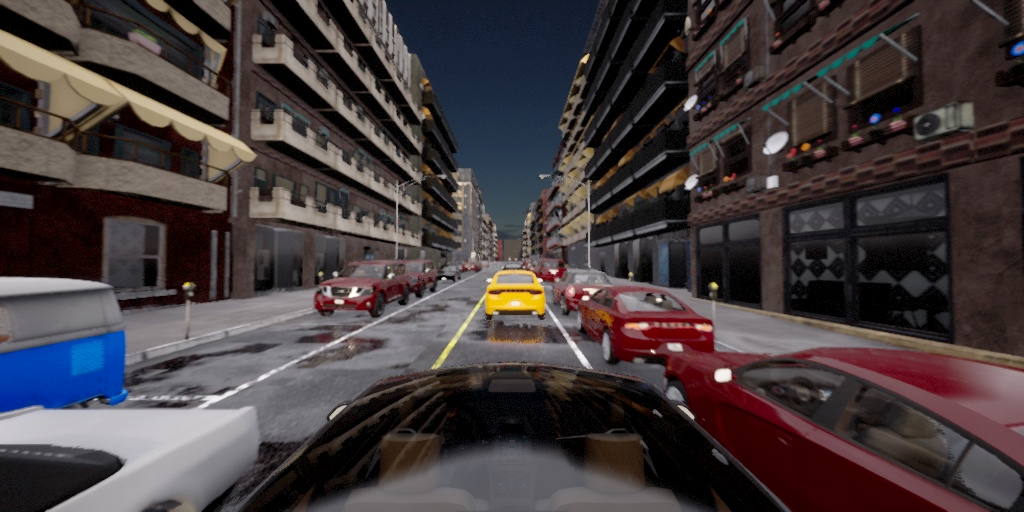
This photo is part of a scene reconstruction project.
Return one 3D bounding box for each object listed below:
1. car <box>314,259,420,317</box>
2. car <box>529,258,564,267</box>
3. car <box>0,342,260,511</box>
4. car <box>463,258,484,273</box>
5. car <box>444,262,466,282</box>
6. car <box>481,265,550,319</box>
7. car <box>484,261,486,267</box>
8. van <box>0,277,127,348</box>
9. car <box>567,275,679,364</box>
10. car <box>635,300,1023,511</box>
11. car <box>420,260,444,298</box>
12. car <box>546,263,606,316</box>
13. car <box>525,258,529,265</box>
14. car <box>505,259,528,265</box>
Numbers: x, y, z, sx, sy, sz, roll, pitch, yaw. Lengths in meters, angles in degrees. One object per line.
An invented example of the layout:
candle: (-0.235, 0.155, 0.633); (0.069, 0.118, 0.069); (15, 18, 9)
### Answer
car: (-5.311, 1.094, 13.507); (2.192, 1.841, 5.009); (0, 0, 0)
car: (2.542, 1.125, 24.505); (2.192, 1.841, 5.009); (0, 0, 0)
car: (-2.850, 1.348, 0.472); (1.895, 1.301, 4.718); (0, 0, 0)
car: (-5.299, 1.211, 46.687); (2.192, 1.841, 5.009); (0, 0, 0)
car: (-5.305, 1.395, 30.099); (1.948, 1.339, 4.313); (0, 0, 0)
car: (0.103, 1.255, 13.019); (1.882, 1.535, 5.008); (0, 0, 0)
car: (-5.297, 1.468, 52.218); (1.888, 1.381, 4.507); (0, 0, 0)
van: (-5.315, 1.093, 2.446); (1.690, 1.789, 3.998); (0, 0, 0)
car: (2.570, 1.309, 7.912); (1.888, 1.381, 4.507); (0, 0, 0)
car: (2.568, 1.297, 2.382); (1.888, 1.381, 4.507); (0, 0, 0)
car: (-5.309, 1.109, 19.036); (2.192, 1.841, 5.009); (0, 0, 0)
car: (2.579, 1.218, 13.443); (1.967, 1.591, 4.097); (0, 0, 0)
car: (2.545, 1.289, 35.567); (1.967, 1.591, 4.097); (0, 0, 0)
car: (0.112, 1.309, 30.765); (1.882, 1.535, 5.008); (0, 0, 0)
